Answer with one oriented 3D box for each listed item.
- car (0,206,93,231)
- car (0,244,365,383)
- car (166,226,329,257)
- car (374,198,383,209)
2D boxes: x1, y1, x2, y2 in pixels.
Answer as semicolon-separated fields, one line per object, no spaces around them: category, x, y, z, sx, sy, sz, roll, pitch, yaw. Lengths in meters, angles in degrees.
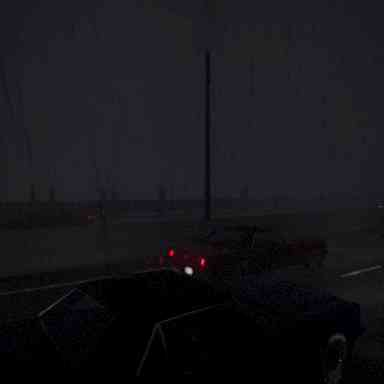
car;-8.619;1.549;19.340;5.357;1.411;2.033;0;0;-35
car;-0.118;1.602;3.662;4.718;1.301;1.895;0;0;-35
car;1.730;1.604;9.279;4.718;1.301;1.895;0;0;-35
car;22.995;1.525;37.573;4.892;1.490;1.837;0;0;-35
